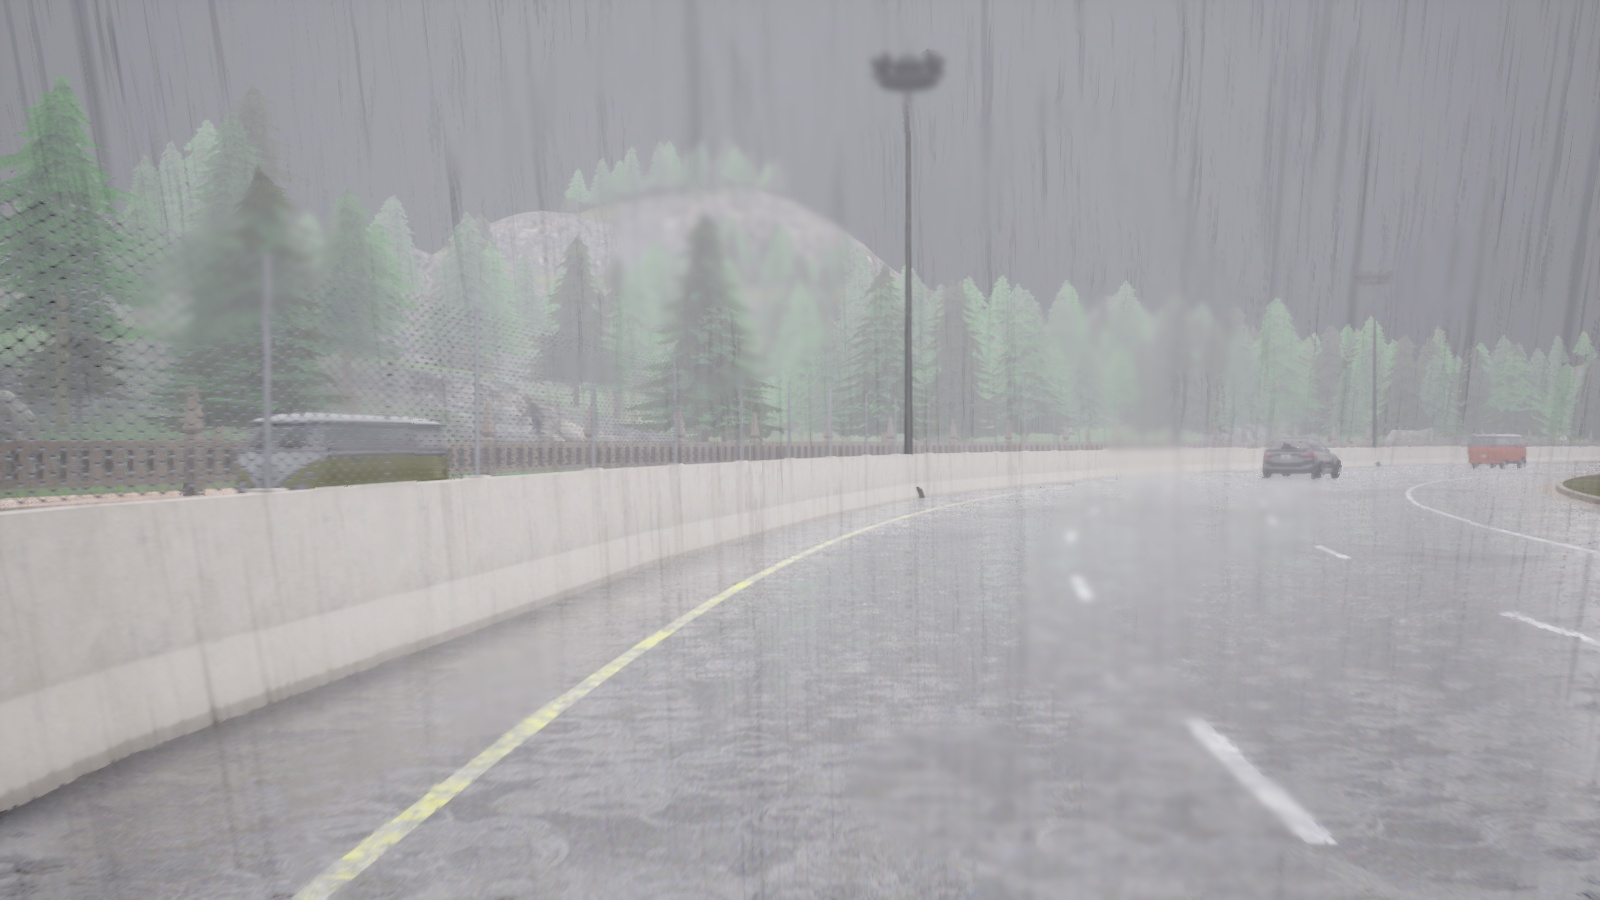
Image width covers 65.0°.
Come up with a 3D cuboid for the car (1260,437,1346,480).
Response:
[{"bbox_3d":[20.802,0.322,51.851,2.242,1.667,4.611,0,0,36],"label":"car"}]

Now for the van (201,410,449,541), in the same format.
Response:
[{"bbox_3d":[-7.902,0.369,21.402,1.775,1.987,4.442,0,0,13],"label":"van"}]

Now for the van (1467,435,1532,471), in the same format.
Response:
[{"bbox_3d":[39.891,0.140,71.612,4.442,1.987,1.775,0,0,-40],"label":"van"}]
